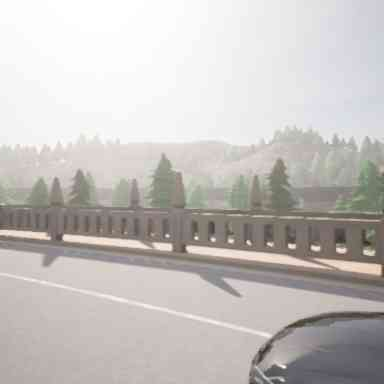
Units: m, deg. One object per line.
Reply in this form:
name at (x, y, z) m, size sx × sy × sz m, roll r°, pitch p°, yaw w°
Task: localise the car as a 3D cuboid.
car at (2.681, 1.471, 1.891) m, size 4.902 × 1.511 × 2.128 m, roll 0°, pitch 0°, yaw 36°
